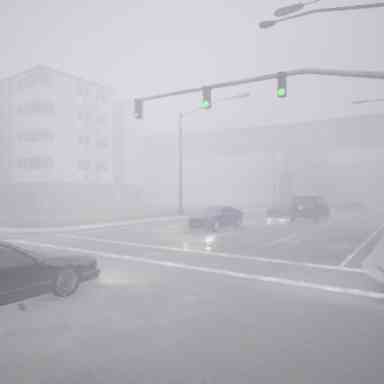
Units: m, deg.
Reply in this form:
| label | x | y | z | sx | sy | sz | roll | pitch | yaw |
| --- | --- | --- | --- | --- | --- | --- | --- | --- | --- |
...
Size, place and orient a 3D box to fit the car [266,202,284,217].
| label | x | y | z | sx | sy | sz | roll | pitch | yaw |
| --- | --- | --- | --- | --- | --- | --- | --- | --- | --- |
| car | 8.978 | 1.695 | 32.771 | 2.033 | 1.411 | 5.357 | 0 | 0 | 33 |

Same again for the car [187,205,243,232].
| label | x | y | z | sx | sy | sz | roll | pitch | yaw |
| --- | --- | --- | --- | --- | --- | --- | --- | --- | --- |
| car | 1.597 | 1.616 | 21.709 | 1.882 | 1.535 | 5.008 | 0 | 0 | 34 |

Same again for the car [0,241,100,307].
| label | x | y | z | sx | sy | sz | roll | pitch | yaw |
| --- | --- | --- | --- | --- | --- | --- | --- | --- | --- |
| car | -4.396 | 1.614 | 6.400 | 2.033 | 1.411 | 5.357 | -1 | 0 | 34 |

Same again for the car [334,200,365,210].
| label | x | y | z | sx | sy | sz | roll | pitch | yaw |
| --- | --- | --- | --- | --- | --- | --- | --- | --- | --- |
| car | 21.066 | 1.737 | 44.989 | 4.718 | 1.301 | 1.895 | 0 | 0 | -26 |

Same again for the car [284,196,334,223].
| label | x | y | z | sx | sy | sz | roll | pitch | yaw |
| --- | --- | --- | --- | --- | --- | --- | --- | --- | --- |
| car | 9.705 | 1.351 | 27.291 | 2.150 | 2.045 | 5.566 | 0 | 0 | 34 |
